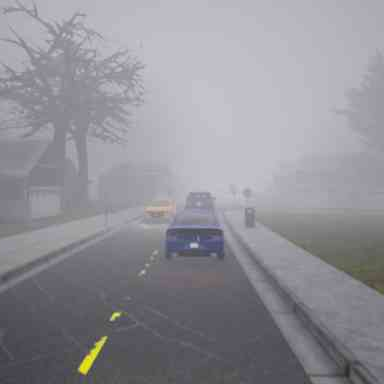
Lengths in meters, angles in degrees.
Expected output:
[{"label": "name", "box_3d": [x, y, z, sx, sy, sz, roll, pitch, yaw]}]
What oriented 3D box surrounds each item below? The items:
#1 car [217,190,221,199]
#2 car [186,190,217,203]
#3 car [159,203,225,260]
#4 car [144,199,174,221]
[{"label": "car", "box_3d": [5.860, 0.555, 80.910, 2.150, 2.045, 5.566, 0, 0, 12]}, {"label": "car", "box_3d": [0.700, 0.988, 26.279, 2.150, 2.045, 5.566, 0, 0, 4]}, {"label": "car", "box_3d": [0.150, 1.369, 12.058, 1.882, 1.535, 5.008, 0, 0, 2]}, {"label": "car", "box_3d": [-2.221, 1.260, 24.633, 1.882, 1.535, 5.008, 0, 0, 4]}]
